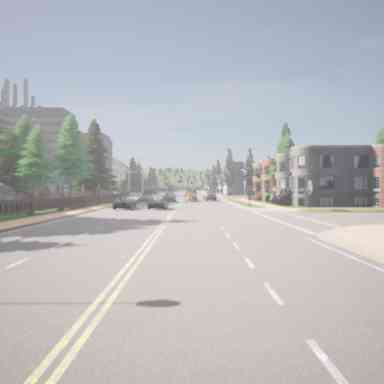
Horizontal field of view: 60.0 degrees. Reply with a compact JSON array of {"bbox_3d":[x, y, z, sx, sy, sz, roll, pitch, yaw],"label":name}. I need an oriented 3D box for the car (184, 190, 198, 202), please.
[{"bbox_3d":[-0.095,0.901,58.446,1.882,1.535,5.008,0,1,0],"label":"car"}]

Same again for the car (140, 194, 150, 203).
[{"bbox_3d":[-7.151,1.050,52.325,1.994,1.385,4.181,0,1,0],"label":"car"}]

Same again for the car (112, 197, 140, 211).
[{"bbox_3d":[-7.151,1.252,35.589,1.895,1.301,4.718,0,1,0],"label":"car"}]

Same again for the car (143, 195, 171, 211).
[{"bbox_3d":[-3.651,1.251,35.609,1.895,1.301,4.718,0,1,0],"label":"car"}]

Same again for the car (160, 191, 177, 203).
[{"bbox_3d":[-3.640,0.821,53.975,2.097,1.767,4.553,0,1,0],"label":"car"}]

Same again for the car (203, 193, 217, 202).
[{"bbox_3d":[3.405,0.921,58.981,1.837,1.490,4.892,0,1,0],"label":"car"}]

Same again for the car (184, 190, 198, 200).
[{"bbox_3d":[-0.214,0.544,68.036,2.150,2.045,5.566,0,1,-8],"label":"car"}]
